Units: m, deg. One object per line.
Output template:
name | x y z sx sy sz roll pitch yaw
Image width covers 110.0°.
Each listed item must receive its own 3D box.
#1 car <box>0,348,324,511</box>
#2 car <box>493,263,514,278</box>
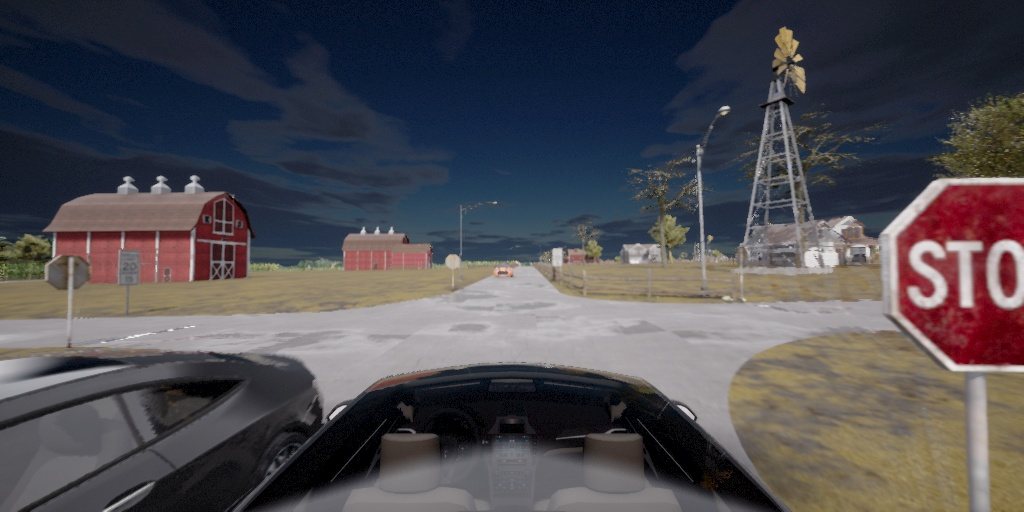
car | -2.629 1.283 1.403 1.812 1.442 4.674 0 -1 2
car | -0.915 1.550 40.838 2.097 1.767 4.553 0 -1 2
